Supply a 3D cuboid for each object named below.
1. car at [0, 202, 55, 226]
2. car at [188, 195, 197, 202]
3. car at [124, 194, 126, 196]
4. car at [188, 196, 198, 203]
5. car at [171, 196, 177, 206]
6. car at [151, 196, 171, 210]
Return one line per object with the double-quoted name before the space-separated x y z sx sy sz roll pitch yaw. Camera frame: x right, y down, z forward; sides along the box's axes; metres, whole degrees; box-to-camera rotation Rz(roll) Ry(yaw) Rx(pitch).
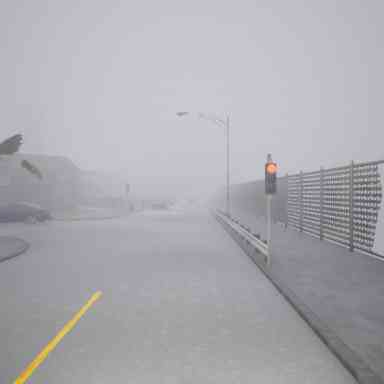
"car" -12.144 1.478 22.940 5.008 1.535 1.882 0 1 -1
"car" 0.017 1.540 78.674 2.033 1.411 5.357 0 0 0
"car" -17.260 1.134 78.260 3.633 1.501 1.845 0 0 0
"car" 0.116 1.547 67.032 2.033 1.411 5.357 0 0 0
"car" -4.073 1.505 56.186 1.837 1.490 4.892 0 0 0
"car" -4.089 1.478 42.824 1.882 1.535 5.008 0 0 0
